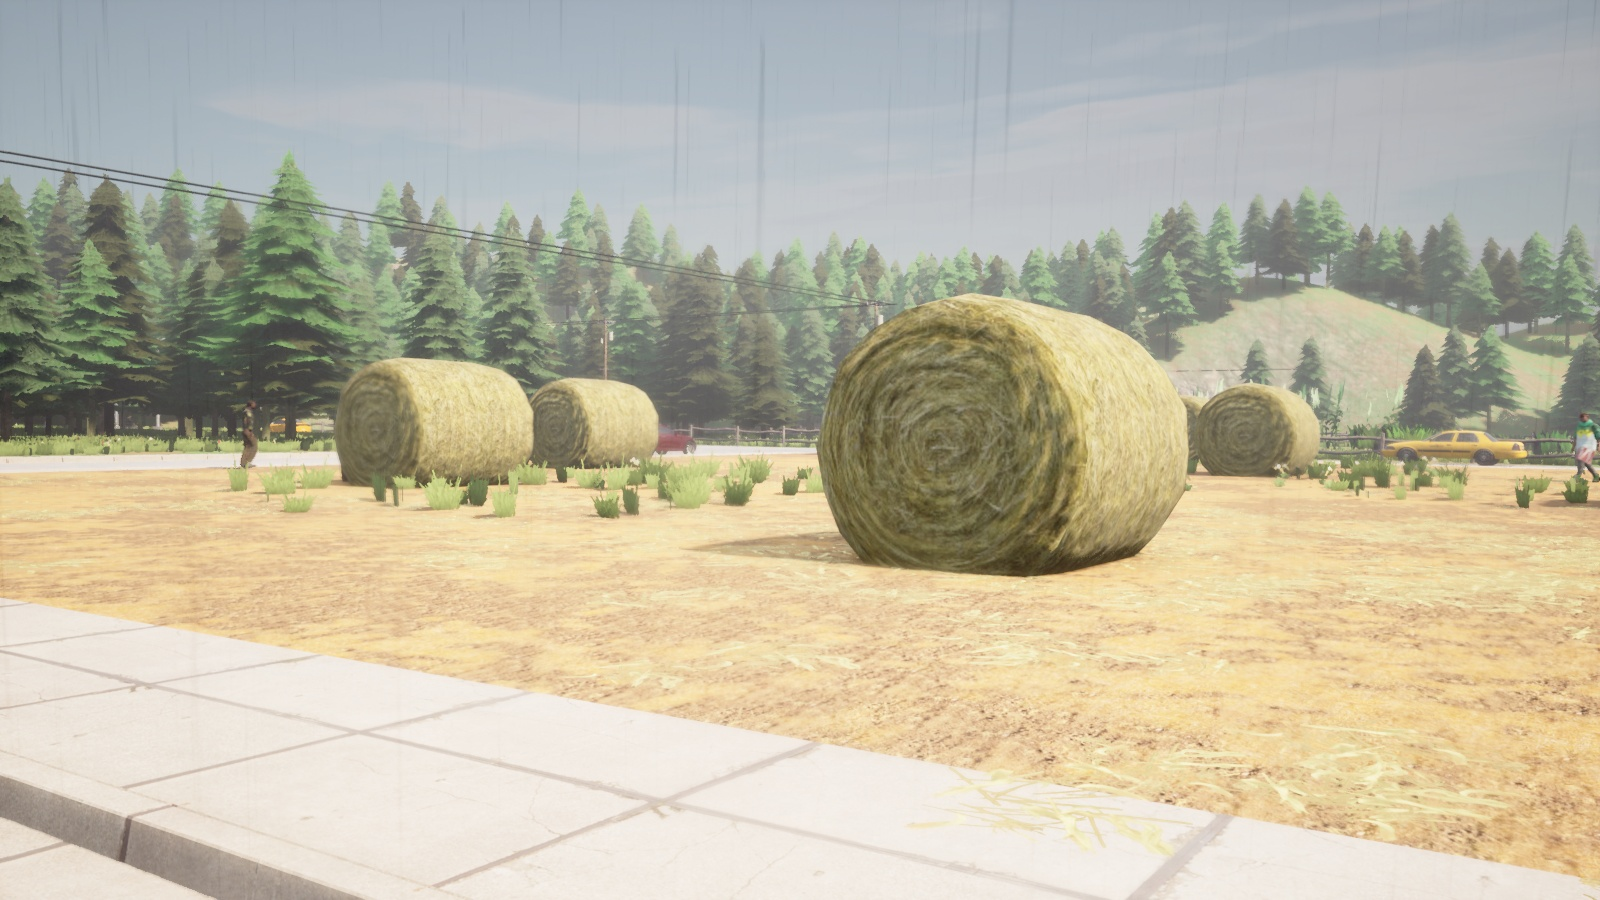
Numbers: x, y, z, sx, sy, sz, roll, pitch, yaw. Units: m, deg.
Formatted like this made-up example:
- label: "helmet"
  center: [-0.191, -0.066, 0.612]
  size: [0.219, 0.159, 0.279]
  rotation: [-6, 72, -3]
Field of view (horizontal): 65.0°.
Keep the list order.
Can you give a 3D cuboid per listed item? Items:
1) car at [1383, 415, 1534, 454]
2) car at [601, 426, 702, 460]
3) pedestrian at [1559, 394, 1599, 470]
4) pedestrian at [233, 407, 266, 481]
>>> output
- label: "car"
  center: [27.583, -0.670, 52.712]
  size: [5.366, 1.575, 1.801]
  rotation: [0, 2, 38]
- label: "car"
  center: [-6.605, -0.327, 56.305]
  size: [1.812, 1.442, 4.674]
  rotation: [0, 1, 35]
- label: "pedestrian"
  center: [20.250, -0.465, 32.432]
  size: [0.873, 1.952, 0.659]
  rotation: [-1, 1, -12]
- label: "pedestrian"
  center: [-14.582, -0.166, 33.269]
  size: [0.692, 1.930, 0.395]
  rotation: [-1, 2, -38]
